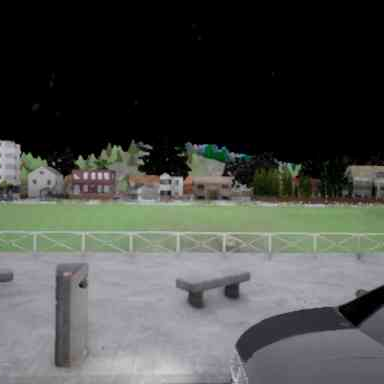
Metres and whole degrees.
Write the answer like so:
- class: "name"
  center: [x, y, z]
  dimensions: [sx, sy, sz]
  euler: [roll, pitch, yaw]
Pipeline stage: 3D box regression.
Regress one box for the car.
- class: "car"
  center: [2.799, 1.550, 3.074]
  dimensions: [4.892, 1.490, 1.837]
  euler: [1, 0, -3]
